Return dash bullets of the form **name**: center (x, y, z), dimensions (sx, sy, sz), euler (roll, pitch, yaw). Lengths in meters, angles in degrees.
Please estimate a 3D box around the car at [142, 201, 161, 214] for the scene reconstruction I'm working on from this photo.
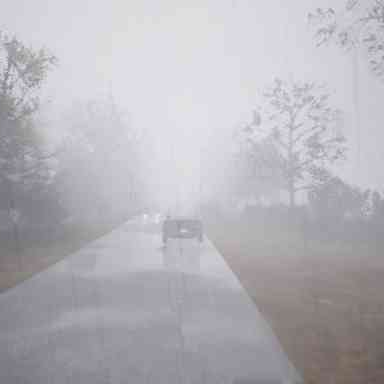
- **car**: center (-4.958, 1.951, 41.104), dimensions (1.837, 1.490, 4.892), euler (0, -1, -4)

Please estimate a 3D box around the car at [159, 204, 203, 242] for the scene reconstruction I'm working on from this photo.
- **car**: center (-0.509, 1.581, 17.078), dimensions (1.882, 1.535, 5.008), euler (0, 0, -3)
